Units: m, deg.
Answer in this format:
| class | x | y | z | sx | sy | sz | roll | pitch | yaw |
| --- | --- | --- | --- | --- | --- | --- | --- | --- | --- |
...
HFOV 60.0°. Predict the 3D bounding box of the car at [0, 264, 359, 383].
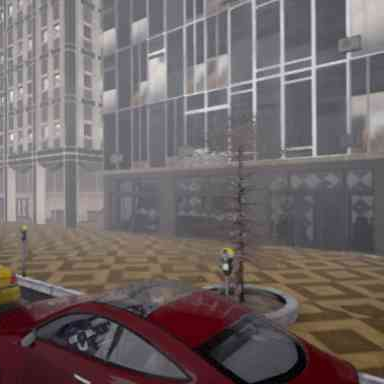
| class | x | y | z | sx | sy | sz | roll | pitch | yaw |
| --- | --- | --- | --- | --- | --- | --- | --- | --- | --- |
| car | -0.579 | 1.580 | 3.294 | 4.206 | 1.307 | 1.802 | 0 | 0 | 35 |
